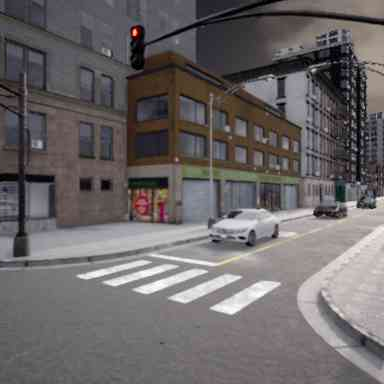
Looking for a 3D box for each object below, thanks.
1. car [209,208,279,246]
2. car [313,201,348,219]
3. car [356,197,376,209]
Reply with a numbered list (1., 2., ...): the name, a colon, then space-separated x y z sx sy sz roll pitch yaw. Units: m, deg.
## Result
1. car: 2.549 1.475 15.211 1.812 1.442 4.674 0 0 34
2. car: 11.903 1.448 28.356 2.033 1.411 5.357 0 0 35
3. car: 22.843 1.402 43.570 1.837 1.490 4.892 0 0 35
